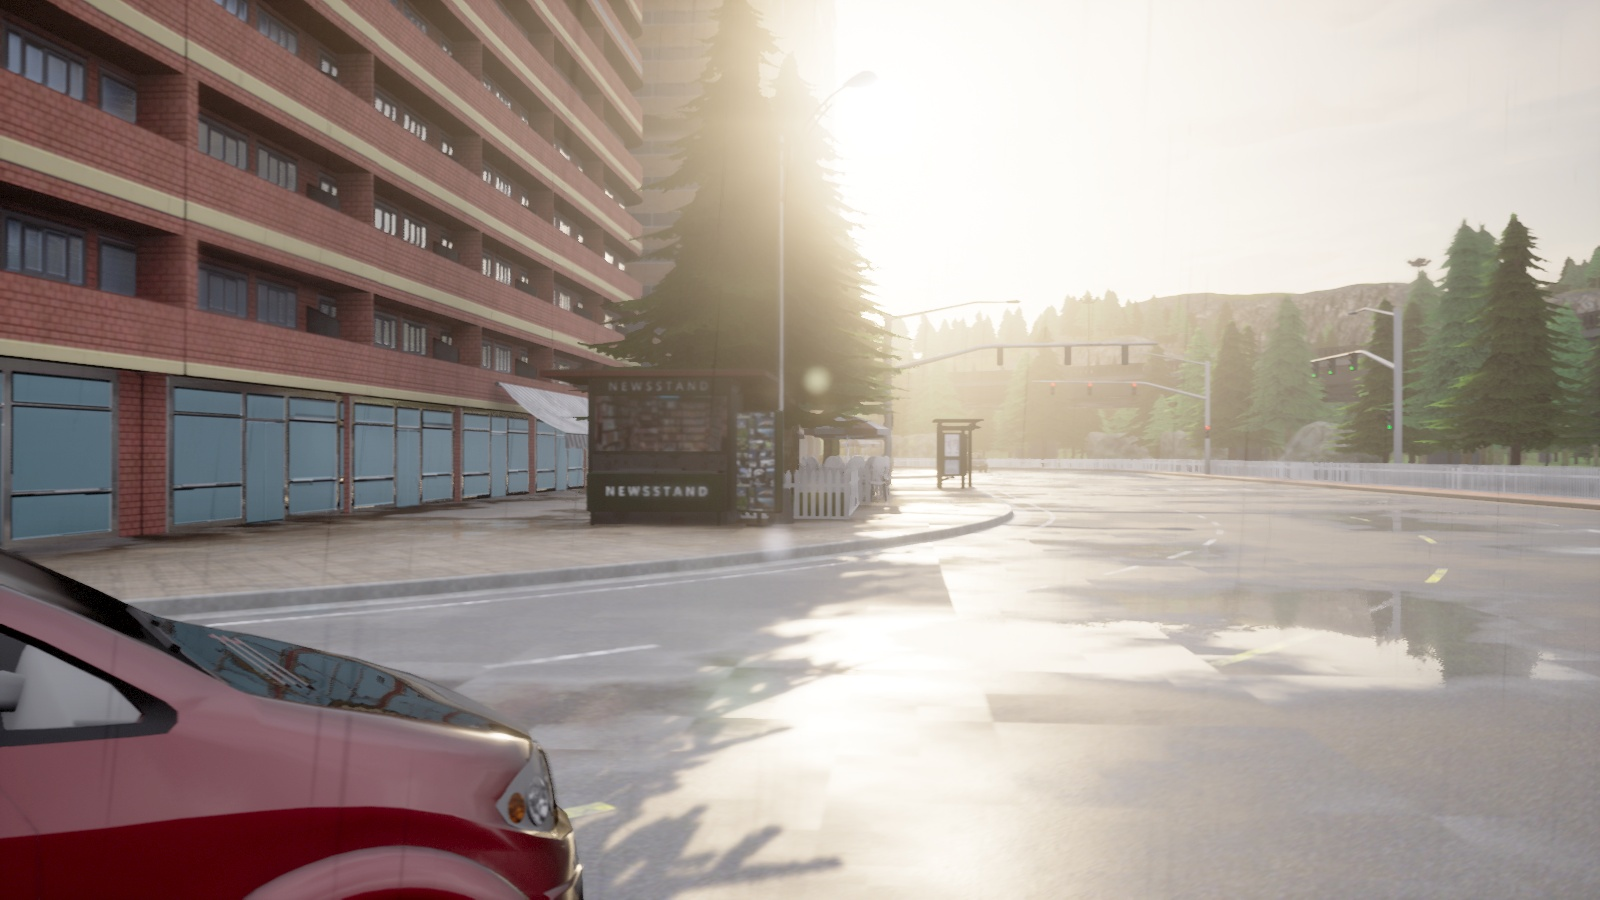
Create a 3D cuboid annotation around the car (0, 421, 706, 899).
[{"bbox_3d":[-2.216,0.737,2.112,3.705,1.549,1.789,0,0,-34],"label":"car"}]
